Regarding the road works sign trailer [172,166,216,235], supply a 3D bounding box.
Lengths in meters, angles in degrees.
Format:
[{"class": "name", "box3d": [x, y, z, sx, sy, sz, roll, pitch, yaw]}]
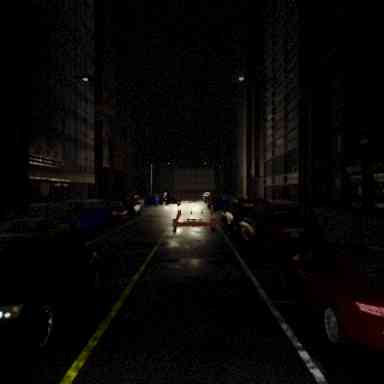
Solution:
[{"class": "road works sign trailer", "box3d": [0.121, 0.379, 18.308, 2.380, 3.560, 2.880, 0, 0, 0]}]

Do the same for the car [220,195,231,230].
[{"class": "car", "box3d": [2.877, 1.234, 17.123, 2.192, 1.841, 5.009, 0, 0, 0]}]

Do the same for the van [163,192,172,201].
[{"class": "van", "box3d": [-5.280, 1.014, 73.260, 1.690, 1.788, 3.998, 0, 0, 0]}]

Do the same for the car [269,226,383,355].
[{"class": "car", "box3d": [2.803, 1.553, 5.906, 1.802, 1.307, 4.206, 0, 0, 0]}]

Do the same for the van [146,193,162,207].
[{"class": "van", "box3d": [-5.464, 1.135, 45.214, 1.690, 1.788, 3.998, 0, 0, 0]}]

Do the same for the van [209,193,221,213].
[{"class": "van", "box3d": [2.987, 1.184, 33.950, 1.690, 1.788, 3.998, 0, 0, 0]}]

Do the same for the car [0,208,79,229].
[{"class": "car", "box3d": [-5.687, 1.473, 11.389, 1.752, 1.417, 4.829, 0, 0, 0]}]

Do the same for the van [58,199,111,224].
[{"class": "van", "box3d": [-5.648, 1.262, 17.167, 1.690, 1.788, 3.998, 0, 0, 0]}]

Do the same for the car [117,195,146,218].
[{"class": "car", "box3d": [-5.575, 1.185, 28.385, 2.192, 1.841, 5.009, 0, 0, 0]}]

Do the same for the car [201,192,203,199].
[{"class": "car", "box3d": [3.172, 1.159, 61.995, 1.967, 1.590, 4.097, 0, 0, 0]}]

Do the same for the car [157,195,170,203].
[{"class": "car", "box3d": [-5.354, 1.272, 62.042, 2.008, 1.369, 4.403, 0, 0, 0]}]

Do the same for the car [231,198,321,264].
[{"class": "car", "box3d": [2.840, 1.260, 11.514, 2.192, 1.841, 5.009, 0, 0, 0]}]

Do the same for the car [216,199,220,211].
[{"class": "car", "box3d": [2.914, 1.418, 22.903, 1.752, 1.417, 4.829, 0, 0, 0]}]

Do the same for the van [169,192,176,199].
[{"class": "van", "box3d": [-5.169, 0.942, 90.088, 1.690, 1.788, 3.998, 0, 0, 0]}]

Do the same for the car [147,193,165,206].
[{"class": "car", "box3d": [-5.427, 1.085, 50.823, 2.192, 1.841, 5.009, 0, 0, 0]}]

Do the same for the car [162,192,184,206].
[{"class": "car", "box3d": [-2.755, 1.003, 48.697, 2.150, 2.045, 5.566, 0, 0, 1]}]

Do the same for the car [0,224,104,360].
[{"class": "car", "box3d": [-3.060, 1.536, 5.934, 1.994, 1.385, 4.181, 0, 0, 0]}]

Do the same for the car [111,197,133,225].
[{"class": "car", "box3d": [-5.612, 1.335, 22.777, 1.967, 1.590, 4.097, 0, 0, 0]}]

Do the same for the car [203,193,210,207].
[{"class": "car", "box3d": [3.061, 1.108, 45.168, 2.192, 1.841, 5.009, 0, 0, 0]}]
